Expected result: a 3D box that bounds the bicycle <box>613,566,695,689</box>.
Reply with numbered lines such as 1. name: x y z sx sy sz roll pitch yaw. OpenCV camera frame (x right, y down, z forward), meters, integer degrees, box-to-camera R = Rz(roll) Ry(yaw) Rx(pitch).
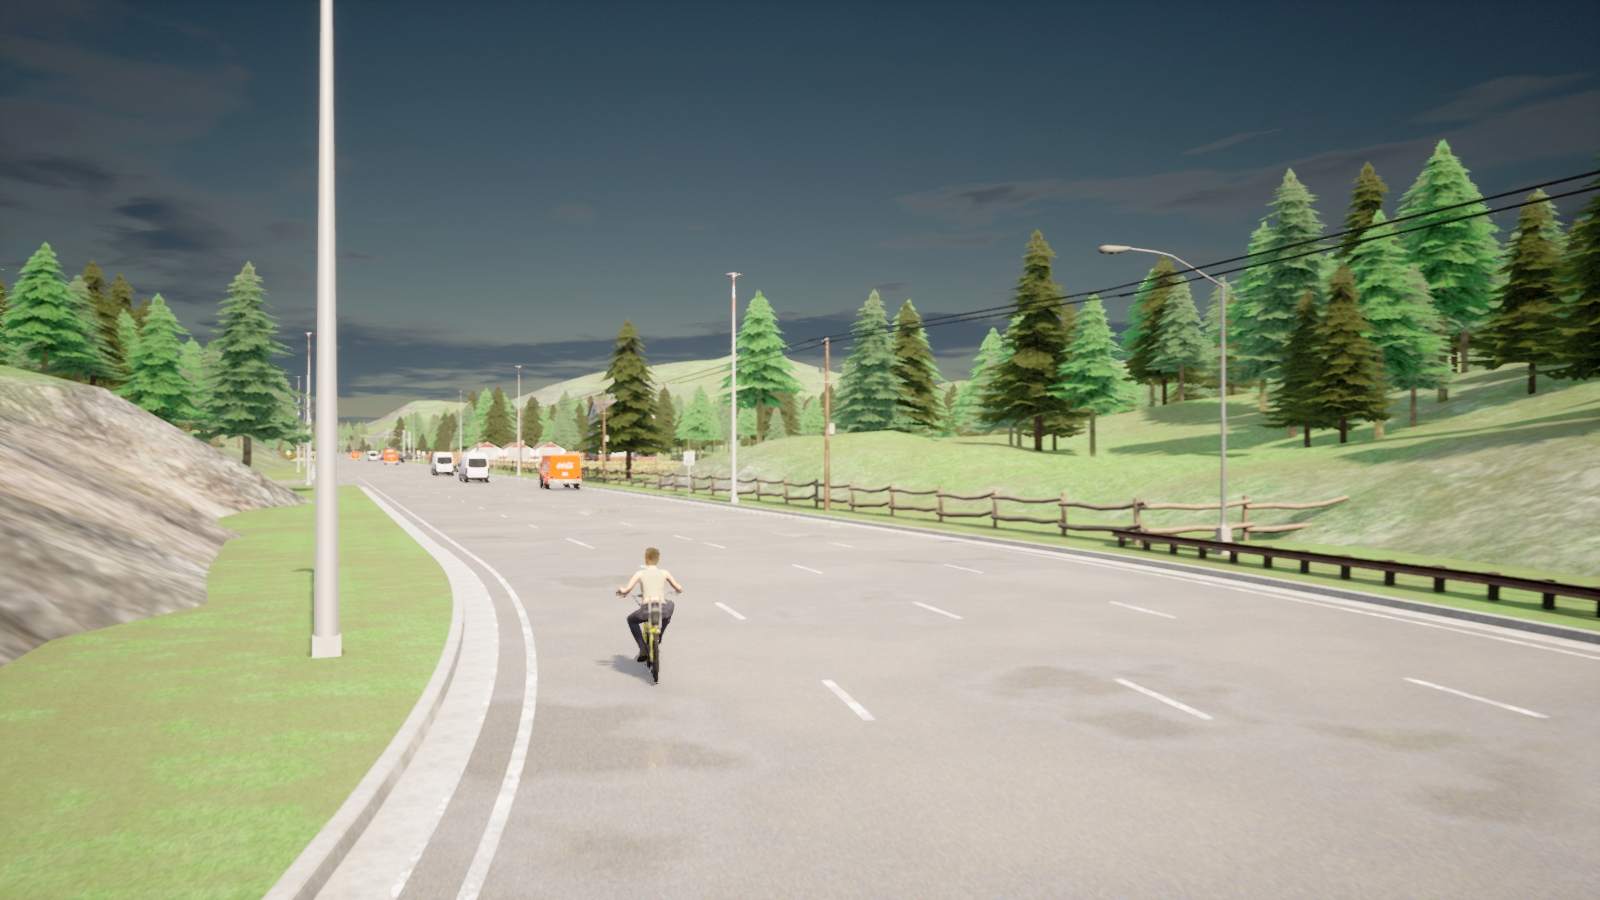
1. bicycle: -1.839 2.161 14.205 0.859 1.276 1.487 -1 0 -13
